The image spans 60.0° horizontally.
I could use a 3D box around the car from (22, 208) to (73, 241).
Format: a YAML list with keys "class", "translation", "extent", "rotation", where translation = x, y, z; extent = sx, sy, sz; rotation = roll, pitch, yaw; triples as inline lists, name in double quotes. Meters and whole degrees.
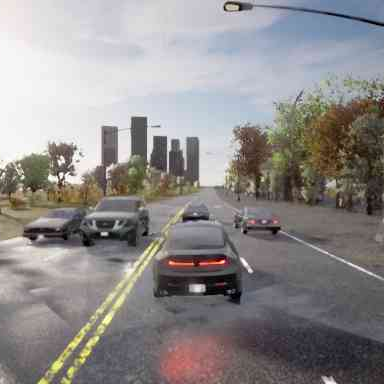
- class: "car"
  translation: [-6.501, 1.534, 17.000]
  extent: [2.033, 1.411, 5.357]
  rotation: [0, 0, 1]

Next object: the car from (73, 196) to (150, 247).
- class: "car"
  translation: [-3.267, 1.211, 15.269]
  extent: [2.150, 2.045, 5.566]
  rotation: [0, 0, 1]

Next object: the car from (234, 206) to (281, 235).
- class: "car"
  translation: [3.505, 1.518, 18.731]
  extent: [2.033, 1.411, 5.357]
  rotation: [0, 0, 0]

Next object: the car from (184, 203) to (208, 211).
- class: "car"
  translation: [0.298, 1.520, 25.693]
  extent: [1.994, 1.385, 4.181]
  rotation: [-1, 1, 2]

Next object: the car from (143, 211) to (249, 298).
- class: "car"
  translation: [0.120, 1.488, 8.503]
  extent: [1.837, 1.490, 4.892]
  rotation: [-1, 1, 1]
